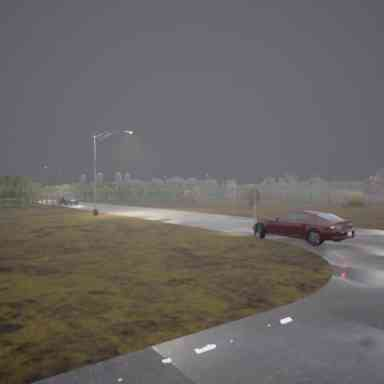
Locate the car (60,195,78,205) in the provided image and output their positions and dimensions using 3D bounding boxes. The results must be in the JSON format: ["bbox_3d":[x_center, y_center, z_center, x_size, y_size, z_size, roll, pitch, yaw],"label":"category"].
[{"bbox_3d":[-18.582,1.168,50.009,2.128,1.511,4.902,-1,1,-35],"label":"car"}]

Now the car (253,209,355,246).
[{"bbox_3d":[4.914,1.484,15.184,1.812,1.442,4.674,-1,1,-39],"label":"car"}]
